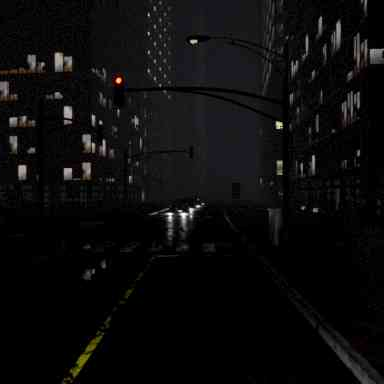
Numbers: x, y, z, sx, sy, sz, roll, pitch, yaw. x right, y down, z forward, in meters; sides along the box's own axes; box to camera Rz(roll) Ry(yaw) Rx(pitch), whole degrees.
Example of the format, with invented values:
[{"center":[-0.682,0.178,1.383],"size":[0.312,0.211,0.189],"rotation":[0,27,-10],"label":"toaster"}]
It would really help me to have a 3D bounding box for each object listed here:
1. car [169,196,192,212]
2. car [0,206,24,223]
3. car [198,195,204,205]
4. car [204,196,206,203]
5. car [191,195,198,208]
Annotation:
[{"center":[-1.448,1.499,37.854],"size":[1.812,1.442,4.674],"rotation":[0,0,5],"label":"car"},{"center":[-16.444,1.854,28.063],"size":[4.403,1.369,2.008],"rotation":[-1,1,10],"label":"car"},{"center":[0.443,1.294,56.634],"size":[2.097,1.767,4.553],"rotation":[0,0,7],"label":"car"},{"center":[1.835,1.465,67.100],"size":[2.033,1.411,5.357],"rotation":[0,0,8],"label":"car"},{"center":[-0.631,1.486,46.819],"size":[1.812,1.442,4.674],"rotation":[0,0,6],"label":"car"}]
